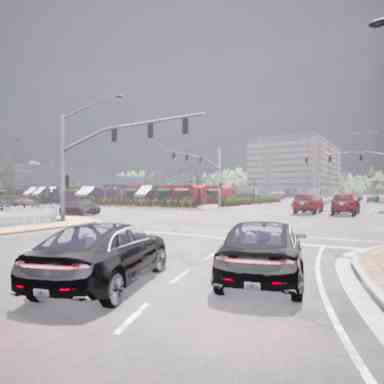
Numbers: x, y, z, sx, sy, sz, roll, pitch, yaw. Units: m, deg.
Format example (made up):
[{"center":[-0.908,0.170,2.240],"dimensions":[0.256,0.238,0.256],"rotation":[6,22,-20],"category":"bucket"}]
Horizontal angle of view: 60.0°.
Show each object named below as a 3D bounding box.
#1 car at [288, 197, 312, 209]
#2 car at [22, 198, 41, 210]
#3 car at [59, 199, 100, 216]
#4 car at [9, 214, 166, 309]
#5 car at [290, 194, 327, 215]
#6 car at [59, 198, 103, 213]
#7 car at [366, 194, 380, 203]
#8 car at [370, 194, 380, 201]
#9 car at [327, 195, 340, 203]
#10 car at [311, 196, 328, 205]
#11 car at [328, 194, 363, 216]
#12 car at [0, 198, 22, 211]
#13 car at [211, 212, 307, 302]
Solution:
[{"center":[15.145,1.452,46.469],"dimensions":[2.128,1.511,4.902],"rotation":[0,0,32],"category":"car"},{"center":[-21.710,1.551,43.351],"dimensions":[4.674,1.442,1.812],"rotation":[1,0,32],"category":"car"},{"center":[-11.004,1.594,32.491],"dimensions":[4.181,1.385,1.994],"rotation":[0,0,33],"category":"car"},{"center":[-2.035,1.486,7.980],"dimensions":[2.128,1.511,4.902],"rotation":[0,0,12],"category":"car"},{"center":[12.082,1.233,34.462],"dimensions":[2.150,2.045,5.566],"rotation":[0,0,32],"category":"car"},{"center":[-12.563,1.519,37.617],"dimensions":[4.902,1.511,2.128],"rotation":[0,0,32],"category":"car"},{"center":[37.230,1.455,68.803],"dimensions":[1.812,1.442,4.674],"rotation":[0,0,32],"category":"car"},{"center":[42.454,1.288,77.282],"dimensions":[1.812,1.442,4.674],"rotation":[0,0,32],"category":"car"},{"center":[30.140,1.419,70.640],"dimensions":[1.882,1.535,5.008],"rotation":[0,0,32],"category":"car"},{"center":[22.167,1.478,57.808],"dimensions":[1.812,1.442,4.674],"rotation":[0,0,32],"category":"car"},{"center":[15.169,1.239,32.803],"dimensions":[2.150,2.045,5.566],"rotation":[0,0,32],"category":"car"},{"center":[-22.934,1.591,39.986],"dimensions":[4.181,1.385,1.994],"rotation":[0,0,32],"category":"car"},{"center":[1.783,1.485,8.358],"dimensions":[2.128,1.511,4.902],"rotation":[0,0,17],"category":"car"}]
